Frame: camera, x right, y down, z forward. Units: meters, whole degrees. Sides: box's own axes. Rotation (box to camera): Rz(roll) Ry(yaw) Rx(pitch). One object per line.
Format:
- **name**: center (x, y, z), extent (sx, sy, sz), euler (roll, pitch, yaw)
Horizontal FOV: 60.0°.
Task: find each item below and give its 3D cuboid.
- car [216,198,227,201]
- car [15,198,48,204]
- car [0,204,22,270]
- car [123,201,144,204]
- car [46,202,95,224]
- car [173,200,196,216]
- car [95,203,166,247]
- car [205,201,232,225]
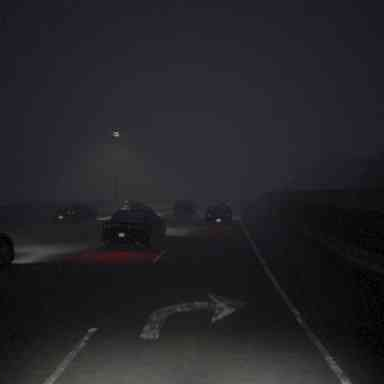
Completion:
- **car**: center (3.780, 1.548, 42.437), extent (1.812, 1.442, 4.674), euler (0, 0, 6)
- **car**: center (-17.991, 1.442, 37.159), extent (1.882, 1.535, 5.008), euler (0, 0, 6)
- **car**: center (-6.498, 1.338, 8.218), extent (2.097, 1.767, 4.553), euler (0, 0, 3)
- **car**: center (-4.732, 1.487, 27.624), extent (2.128, 1.511, 4.902), euler (0, 0, 6)
- **car**: center (-8.554, 1.511, 24.552), extent (1.812, 1.442, 4.674), euler (0, 0, 6)
- **car**: center (-0.666, 1.486, 33.144), extent (1.882, 1.535, 5.008), euler (0, 0, 6)
- **car**: center (-2.438, 1.476, 15.038), extent (1.882, 1.535, 5.008), euler (0, 0, 5)
- **car**: center (1.992, 1.613, 24.514), extent (1.895, 1.301, 4.718), euler (0, 0, 6)
